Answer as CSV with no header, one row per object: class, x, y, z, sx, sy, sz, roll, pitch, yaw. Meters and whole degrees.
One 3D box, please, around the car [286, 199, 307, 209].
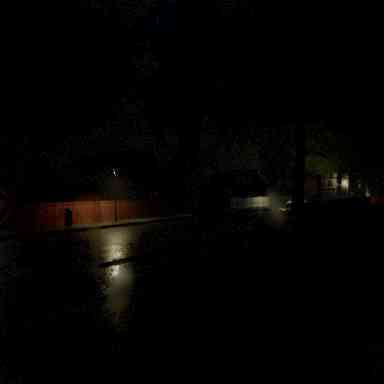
car,14.596,1.534,46.301,1.812,1.442,4.674,0,0,35
